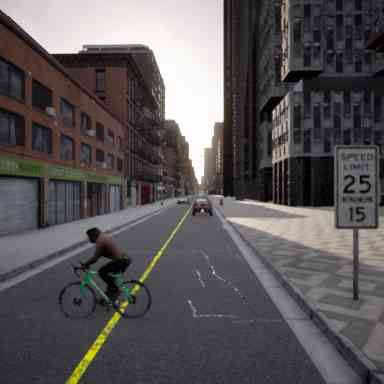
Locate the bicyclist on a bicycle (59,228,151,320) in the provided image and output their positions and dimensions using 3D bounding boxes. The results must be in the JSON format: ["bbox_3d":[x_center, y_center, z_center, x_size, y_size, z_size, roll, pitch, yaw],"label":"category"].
[{"bbox_3d":[-1.548,1.451,5.851,1.656,1.620,0.582,-2,0,2],"label":"bicyclist on a bicycle"}]

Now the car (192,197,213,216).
[{"bbox_3d":[1.047,1.497,33.074,1.837,1.490,4.892,0,-1,2],"label":"car"}]

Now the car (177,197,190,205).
[{"bbox_3d":[-1.442,1.556,56.645,1.994,1.385,4.181,0,0,2],"label":"car"}]
